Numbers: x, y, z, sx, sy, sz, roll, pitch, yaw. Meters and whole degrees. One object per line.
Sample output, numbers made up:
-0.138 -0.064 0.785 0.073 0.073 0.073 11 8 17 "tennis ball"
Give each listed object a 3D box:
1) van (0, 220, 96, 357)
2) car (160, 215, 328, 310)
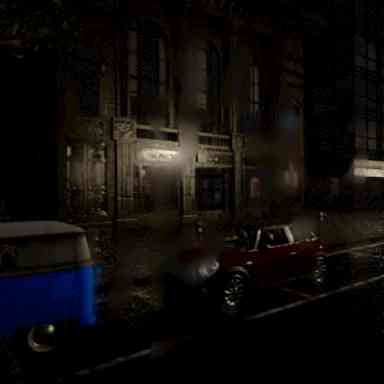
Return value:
-3.334 1.343 4.388 3.998 1.788 1.690 -1 0 -35 "van"
1.260 1.401 7.662 4.097 1.590 1.967 -1 0 -35 "car"
